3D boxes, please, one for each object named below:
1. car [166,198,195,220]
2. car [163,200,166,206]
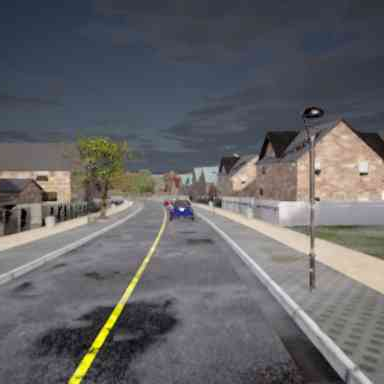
[{"bbox_3d":[-0.923,1.473,28.854,2.097,1.767,4.553,0,0,-3],"label":"car"},{"bbox_3d":[-4.068,1.837,59.745,1.994,1.385,4.181,0,-1,-8],"label":"car"}]
